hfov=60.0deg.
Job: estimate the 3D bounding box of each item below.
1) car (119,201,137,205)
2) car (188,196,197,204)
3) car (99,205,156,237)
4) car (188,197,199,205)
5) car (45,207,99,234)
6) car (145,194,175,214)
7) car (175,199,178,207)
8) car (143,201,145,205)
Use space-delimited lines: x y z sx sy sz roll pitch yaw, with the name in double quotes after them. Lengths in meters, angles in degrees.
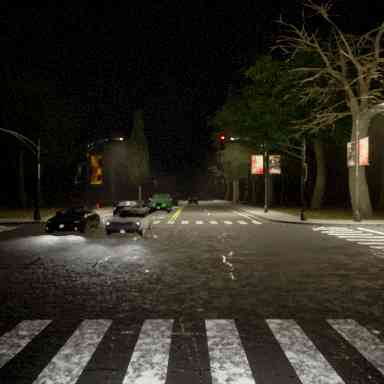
-6.534 1.621 33.619 1.895 1.301 4.718 0 0 0 "car"
0.197 1.740 72.625 1.882 1.535 5.008 0 0 0 "car"
-3.307 1.580 18.079 1.895 1.301 4.718 0 0 0 "car"
0.228 1.673 62.258 2.128 1.511 4.902 0 0 0 "car"
-6.557 1.532 18.762 1.994 1.385 4.181 0 0 1 "car"
-3.279 1.248 35.630 2.150 2.045 5.566 0 0 0 "car"
-3.232 1.673 52.980 1.994 1.385 4.181 0 0 0 "car"
-6.489 1.651 52.162 2.033 1.411 5.357 0 0 0 "car"
